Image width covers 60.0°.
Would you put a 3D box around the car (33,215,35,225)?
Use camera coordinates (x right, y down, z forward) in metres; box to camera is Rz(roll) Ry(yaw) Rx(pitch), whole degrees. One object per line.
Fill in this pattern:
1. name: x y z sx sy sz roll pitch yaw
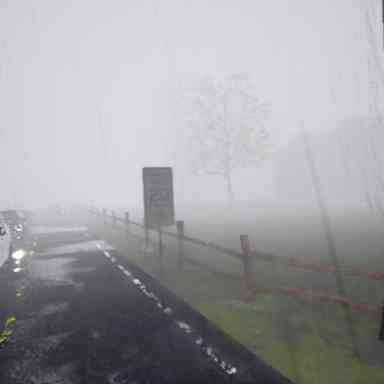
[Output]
1. car: -14.497 2.221 28.351 2.033 1.411 5.357 -2 0 -23

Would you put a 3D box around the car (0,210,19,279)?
1. car: -5.960 1.477 8.435 2.150 2.045 5.566 -2 0 -23

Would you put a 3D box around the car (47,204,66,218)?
1. car: -16.161 2.400 39.659 1.895 1.301 4.718 -2 0 -23

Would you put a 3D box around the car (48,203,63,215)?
1. car: -20.417 2.491 49.540 1.882 1.535 5.008 -2 0 -24

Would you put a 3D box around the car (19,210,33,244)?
1. car: -9.975 1.803 17.785 2.097 1.767 4.553 -2 0 -23
